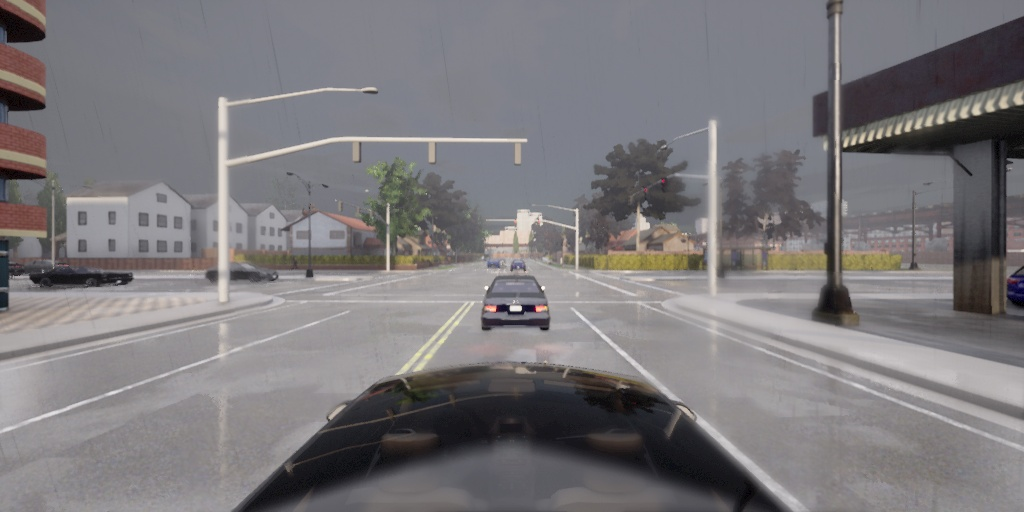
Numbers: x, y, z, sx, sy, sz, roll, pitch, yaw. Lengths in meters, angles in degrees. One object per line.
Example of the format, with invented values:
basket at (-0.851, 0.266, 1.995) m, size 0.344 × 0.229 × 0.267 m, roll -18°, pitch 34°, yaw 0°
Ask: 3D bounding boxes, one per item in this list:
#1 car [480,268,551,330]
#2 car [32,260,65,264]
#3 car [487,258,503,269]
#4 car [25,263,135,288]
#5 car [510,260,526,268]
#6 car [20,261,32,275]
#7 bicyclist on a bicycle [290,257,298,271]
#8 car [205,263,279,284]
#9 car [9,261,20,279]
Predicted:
car at (0.090, 1.277, 10.933) m, size 2.033 × 1.411 × 5.357 m, roll 0°, pitch 0°, yaw 0°
car at (-49.993, 1.175, 38.086) m, size 4.892 × 1.490 × 1.837 m, roll 0°, pitch 0°, yaw 1°
car at (-2.784, 1.111, 54.596) m, size 1.882 × 1.535 × 5.008 m, roll 0°, pitch 0°, yaw 1°
car at (-26.948, 1.304, 22.615) m, size 4.718 × 1.301 × 1.895 m, roll 0°, pitch 0°, yaw 1°
car at (0.798, 1.178, 46.202) m, size 1.812 × 1.442 × 4.674 m, roll 0°, pitch 0°, yaw 0°
car at (-50.268, 1.183, 34.631) m, size 4.892 × 1.490 × 1.837 m, roll 0°, pitch 0°, yaw 2°
bicyclist on a bicycle at (-26.507, 0.959, 43.593) m, size 0.582 × 1.620 × 1.656 m, roll 0°, pitch 0°, yaw 1°
car at (-19.539, 1.222, 26.008) m, size 4.674 × 1.442 × 1.812 m, roll 0°, pitch 0°, yaw 1°
car at (-40.097, 1.174, 26.333) m, size 5.008 × 1.535 × 1.882 m, roll 0°, pitch 0°, yaw 1°
